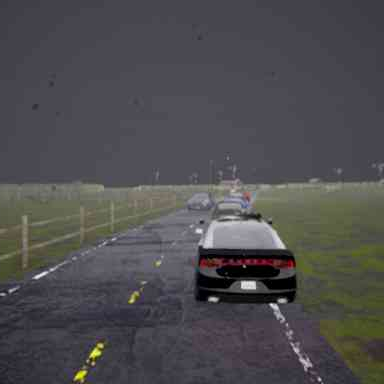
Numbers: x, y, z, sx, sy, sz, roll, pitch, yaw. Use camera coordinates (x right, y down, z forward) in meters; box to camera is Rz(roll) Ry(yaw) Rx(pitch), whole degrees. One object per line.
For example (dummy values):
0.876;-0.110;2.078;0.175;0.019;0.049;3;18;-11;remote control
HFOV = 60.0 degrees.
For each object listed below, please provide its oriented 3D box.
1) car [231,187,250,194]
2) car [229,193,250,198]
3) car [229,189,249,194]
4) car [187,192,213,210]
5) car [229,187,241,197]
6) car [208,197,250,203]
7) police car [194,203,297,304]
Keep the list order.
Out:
7.755;0.380;51.273;2.150;2.045;5.566;0;1;12;car
2.947;1.096;23.616;1.882;1.535;5.008;0;1;10;car
5.659;0.806;41.173;1.882;1.535;5.008;0;1;12;car
0.956;0.828;32.411;2.097;1.767;4.553;0;1;12;car
9.410;0.023;72.674;2.150;2.045;5.566;0;1;12;car
2.051;1.220;17.776;1.837;1.490;4.892;0;1;8;car
1.098;1.297;8.085;1.930;1.638;5.238;0;1;4;police car
